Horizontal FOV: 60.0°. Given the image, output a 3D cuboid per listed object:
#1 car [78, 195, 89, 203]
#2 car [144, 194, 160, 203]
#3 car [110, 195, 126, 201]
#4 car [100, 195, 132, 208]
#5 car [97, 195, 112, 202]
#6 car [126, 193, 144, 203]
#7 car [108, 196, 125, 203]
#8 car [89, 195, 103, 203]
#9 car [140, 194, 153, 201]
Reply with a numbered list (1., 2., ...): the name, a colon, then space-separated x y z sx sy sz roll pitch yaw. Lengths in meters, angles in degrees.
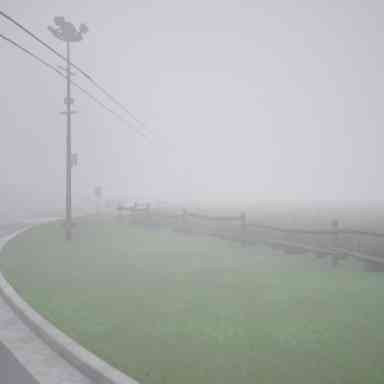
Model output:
1. car: -21.975 1.478 69.367 1.837 1.490 4.892 0 0 7
2. car: -7.947 1.546 68.802 1.994 1.385 4.181 0 0 7
3. car: -17.434 1.349 78.208 2.033 1.411 5.357 0 0 7
4. car: -10.474 1.534 46.550 2.033 1.411 5.357 0 0 7
5. car: -20.830 1.500 79.302 1.812 1.442 4.674 0 0 7
6. car: -11.696 1.459 67.043 1.882 1.535 5.008 0 0 7
7. car: -15.172 1.485 67.451 1.837 1.490 4.892 0 0 7
8. car: -18.648 1.438 67.859 1.882 1.535 5.008 0 0 7
9. car: -10.482 1.289 77.392 1.882 1.535 5.008 0 0 7
